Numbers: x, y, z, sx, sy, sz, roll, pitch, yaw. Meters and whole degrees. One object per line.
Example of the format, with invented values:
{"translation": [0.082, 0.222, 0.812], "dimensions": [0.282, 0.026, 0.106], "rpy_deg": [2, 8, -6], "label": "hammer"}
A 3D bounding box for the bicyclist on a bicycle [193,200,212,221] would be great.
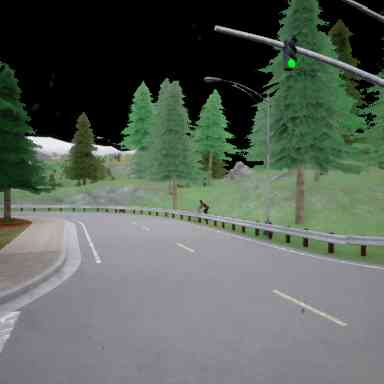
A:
{"translation": [0.840, 1.432, 25.529], "dimensions": [1.656, 1.620, 0.582], "rpy_deg": [-1, 2, -20], "label": "bicyclist on a bicycle"}
